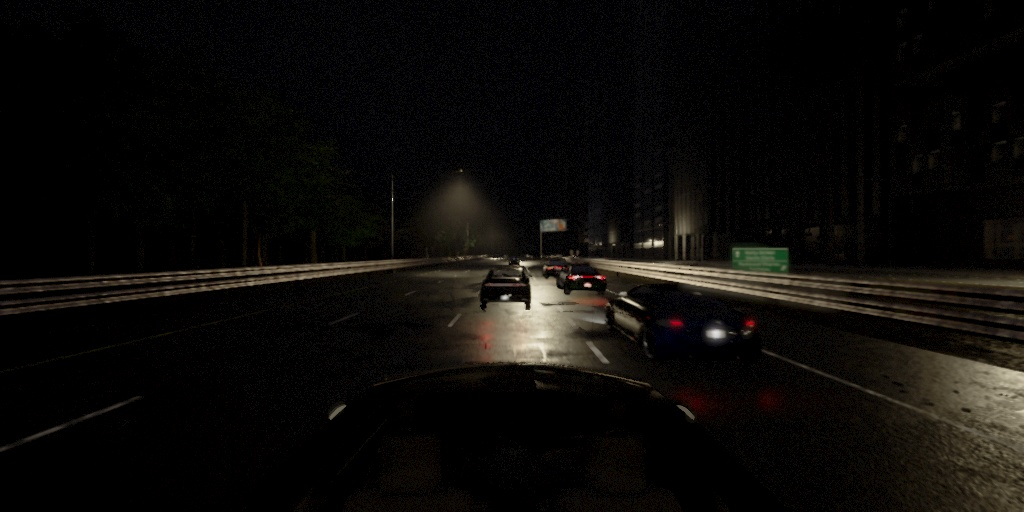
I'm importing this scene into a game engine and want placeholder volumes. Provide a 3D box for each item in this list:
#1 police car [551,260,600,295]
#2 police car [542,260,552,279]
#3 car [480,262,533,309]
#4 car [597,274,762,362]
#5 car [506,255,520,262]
[{"bbox_3d":[3.529,1.166,19.128,2.038,1.542,4.974,0,0,0],"label":"police car"},{"bbox_3d":[3.580,1.095,30.099,2.038,1.542,4.974,0,0,0],"label":"police car"},{"bbox_3d":[-0.179,1.182,14.555,2.128,1.511,4.902,0,0,1],"label":"car"},{"bbox_3d":[3.503,1.293,8.157,1.994,1.385,4.181,0,0,0],"label":"car"},{"bbox_3d":[0.375,0.998,59.765,1.895,1.301,4.718,0,0,1],"label":"car"}]
